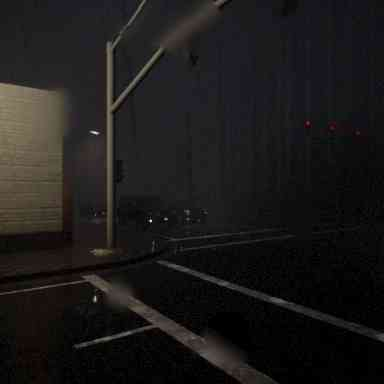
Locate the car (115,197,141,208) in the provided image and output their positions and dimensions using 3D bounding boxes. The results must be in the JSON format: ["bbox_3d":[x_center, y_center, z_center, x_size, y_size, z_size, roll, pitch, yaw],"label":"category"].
[{"bbox_3d":[-9.577,1.560,49.634,1.837,1.490,4.892,0,0,-37],"label":"car"}]

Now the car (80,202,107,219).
[{"bbox_3d":[-8.635,1.619,29.959,1.994,1.385,4.181,0,0,-35],"label":"car"}]

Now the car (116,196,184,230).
[{"bbox_3d":[-3.165,1.277,22.295,2.150,2.045,5.566,0,0,-36],"label":"car"}]

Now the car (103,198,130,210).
[{"bbox_3d":[-10.205,1.581,44.445,1.812,1.442,4.674,0,0,-36],"label":"car"}]

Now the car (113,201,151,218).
[{"bbox_3d":[-5.822,1.619,32.036,1.994,1.385,4.181,0,0,-35],"label":"car"}]

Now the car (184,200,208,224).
[{"bbox_3d":[-0.799,1.407,25.010,2.097,1.767,4.553,0,0,-36],"label":"car"}]
